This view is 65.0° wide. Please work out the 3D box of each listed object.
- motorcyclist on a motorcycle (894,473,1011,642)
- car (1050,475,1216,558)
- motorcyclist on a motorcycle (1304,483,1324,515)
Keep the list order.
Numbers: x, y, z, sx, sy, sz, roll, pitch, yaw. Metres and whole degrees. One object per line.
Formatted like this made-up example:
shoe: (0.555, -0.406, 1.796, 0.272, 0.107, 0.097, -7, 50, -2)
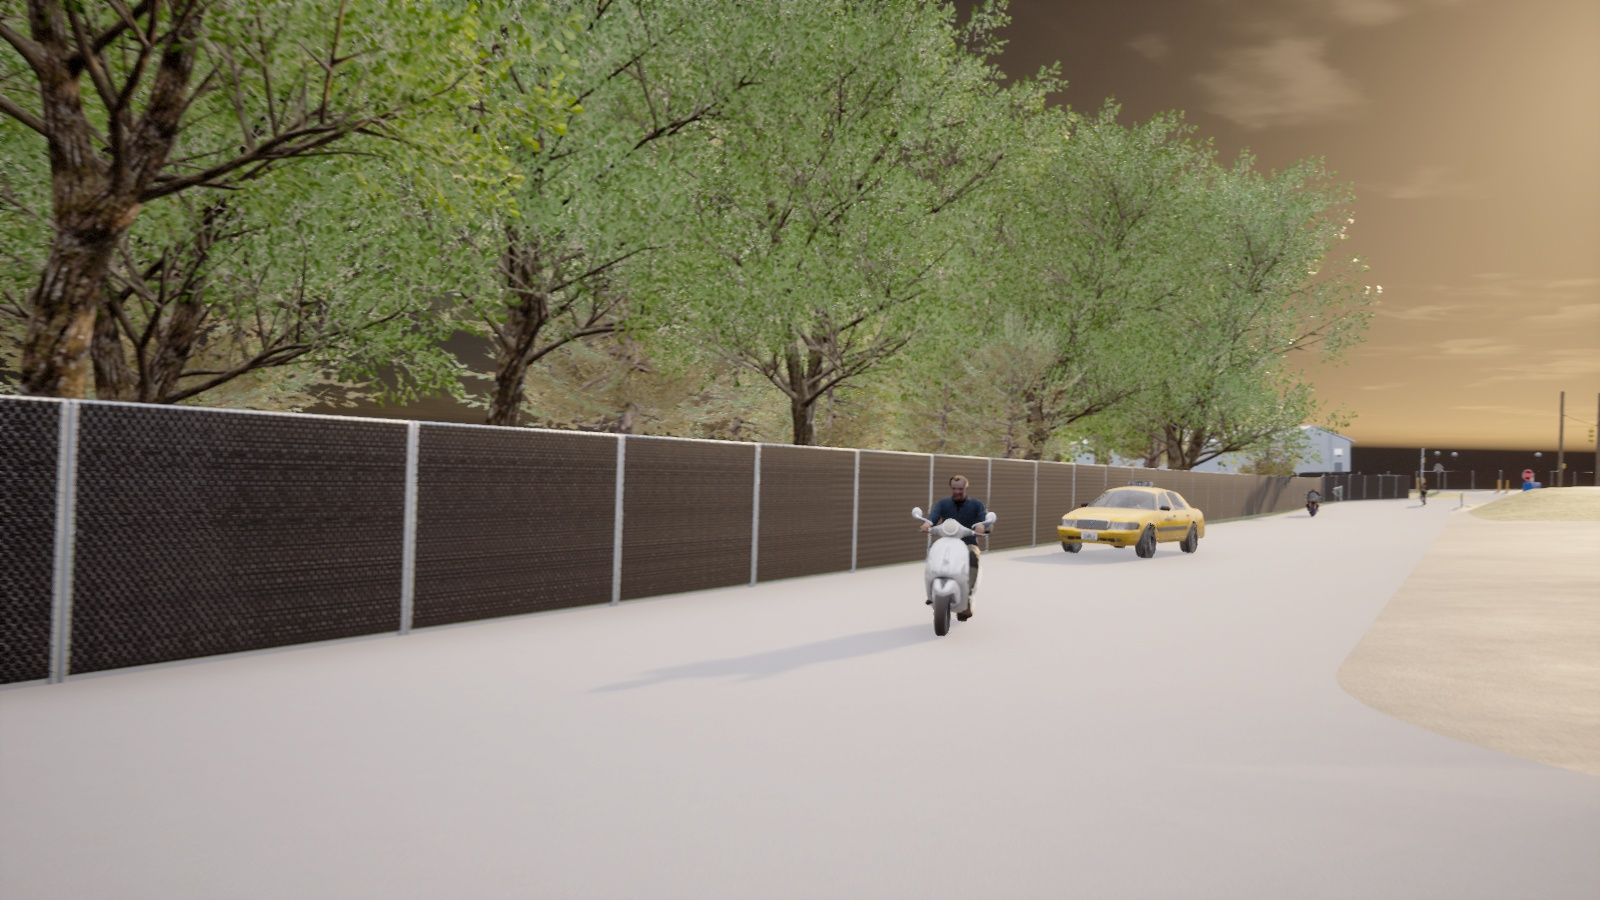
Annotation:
motorcyclist on a motorcycle: (1.618, 1.047, 13.014, 0.866, 1.590, 1.817, 2, -1, 16)
car: (7.377, 1.384, 27.378, 1.801, 1.575, 5.366, 1, -1, 34)
motorcyclist on a motorcycle: (26.446, 2.507, 64.552, 0.866, 1.530, 2.191, 1, 0, 24)
